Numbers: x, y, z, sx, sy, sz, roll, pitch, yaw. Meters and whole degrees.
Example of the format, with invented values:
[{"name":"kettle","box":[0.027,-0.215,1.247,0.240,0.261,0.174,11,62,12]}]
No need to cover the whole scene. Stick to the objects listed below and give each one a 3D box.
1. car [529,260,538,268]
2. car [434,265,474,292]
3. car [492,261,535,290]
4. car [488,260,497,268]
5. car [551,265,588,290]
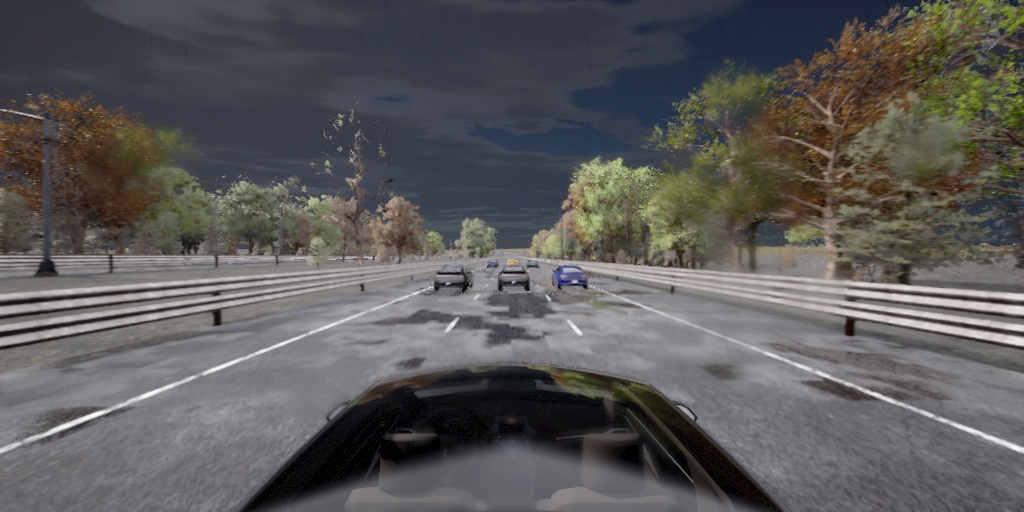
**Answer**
[{"name":"car","box":[3.622,1.406,64.719,1.994,1.385,4.181,0,0,0]},{"name":"car","box":[-3.396,1.273,21.570,2.128,1.511,4.902,0,0,0]},{"name":"car","box":[0.106,1.275,22.610,2.128,1.511,4.902,0,0,0]},{"name":"car","box":[-3.374,1.368,65.011,1.812,1.442,4.674,0,0,0]},{"name":"car","box":[3.609,1.308,22.918,1.812,1.442,4.674,0,0,0]}]
